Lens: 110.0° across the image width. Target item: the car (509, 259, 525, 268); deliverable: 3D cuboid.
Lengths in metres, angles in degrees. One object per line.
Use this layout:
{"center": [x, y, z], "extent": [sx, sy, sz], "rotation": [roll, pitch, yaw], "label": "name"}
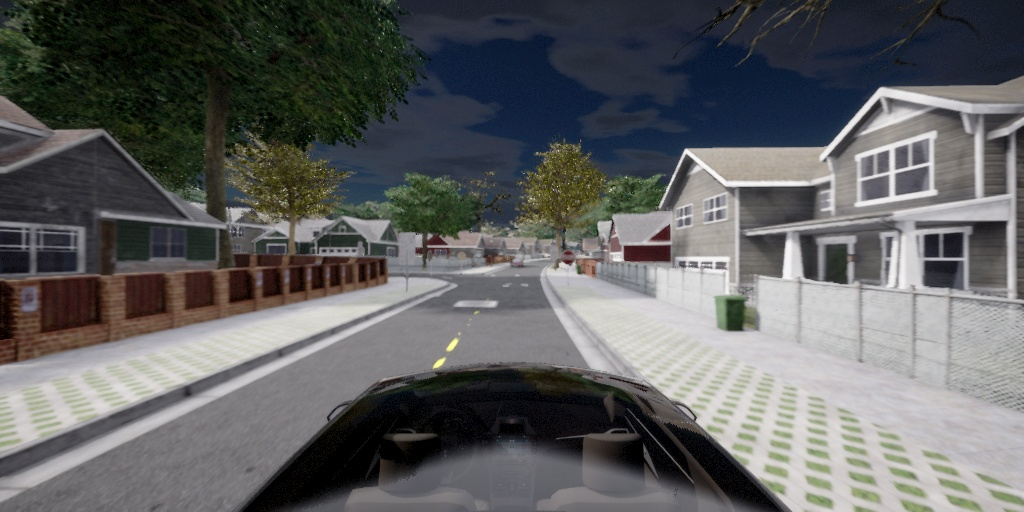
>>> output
{"center": [0.824, 1.155, 55.810], "extent": [1.812, 1.442, 4.674], "rotation": [0, 2, 8], "label": "car"}
